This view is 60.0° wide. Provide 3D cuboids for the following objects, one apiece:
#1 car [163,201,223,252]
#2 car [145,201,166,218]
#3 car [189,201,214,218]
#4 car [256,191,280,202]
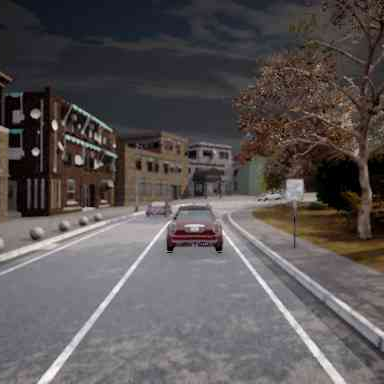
[{"bbox_3d":[0.103,1.358,14.095,2.097,1.767,4.553,0,0,0],"label":"car"},{"bbox_3d":[-2.993,1.541,30.732,1.812,1.442,4.674,0,0,5],"label":"car"},{"bbox_3d":[0.953,1.609,31.349,1.895,1.301,4.718,0,0,8],"label":"car"},{"bbox_3d":[15.791,0.880,68.586,5.566,2.045,2.150,-1,0,-32],"label":"car"}]
